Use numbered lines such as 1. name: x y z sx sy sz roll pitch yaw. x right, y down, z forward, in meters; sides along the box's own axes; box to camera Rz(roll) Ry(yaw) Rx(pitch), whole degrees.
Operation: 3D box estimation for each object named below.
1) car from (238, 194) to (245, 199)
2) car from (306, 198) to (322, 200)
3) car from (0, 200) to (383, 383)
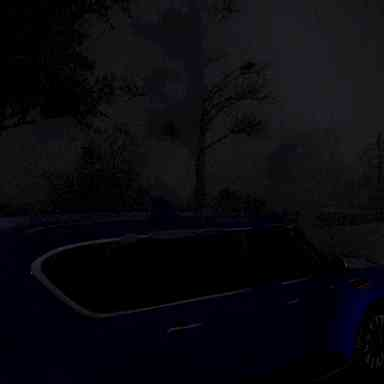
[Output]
1. car: 8.183 1.354 61.016 2.150 2.045 5.566 0 -1 -23
2. car: 16.362 1.562 44.048 2.033 1.411 5.357 0 0 -28
3. car: 0.200 1.221 3.844 5.566 2.045 2.150 0 0 -35
